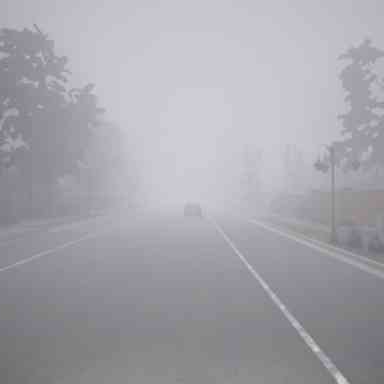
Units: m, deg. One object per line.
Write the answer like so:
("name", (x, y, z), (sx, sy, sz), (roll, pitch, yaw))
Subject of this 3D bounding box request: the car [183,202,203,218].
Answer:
("car", (0.080, 1.910, 34.668), (2.128, 1.511, 4.902), (0, -1, 0))

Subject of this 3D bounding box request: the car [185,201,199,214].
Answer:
("car", (0.025, 2.046, 44.749), (1.812, 1.442, 4.674), (0, 0, 0))
